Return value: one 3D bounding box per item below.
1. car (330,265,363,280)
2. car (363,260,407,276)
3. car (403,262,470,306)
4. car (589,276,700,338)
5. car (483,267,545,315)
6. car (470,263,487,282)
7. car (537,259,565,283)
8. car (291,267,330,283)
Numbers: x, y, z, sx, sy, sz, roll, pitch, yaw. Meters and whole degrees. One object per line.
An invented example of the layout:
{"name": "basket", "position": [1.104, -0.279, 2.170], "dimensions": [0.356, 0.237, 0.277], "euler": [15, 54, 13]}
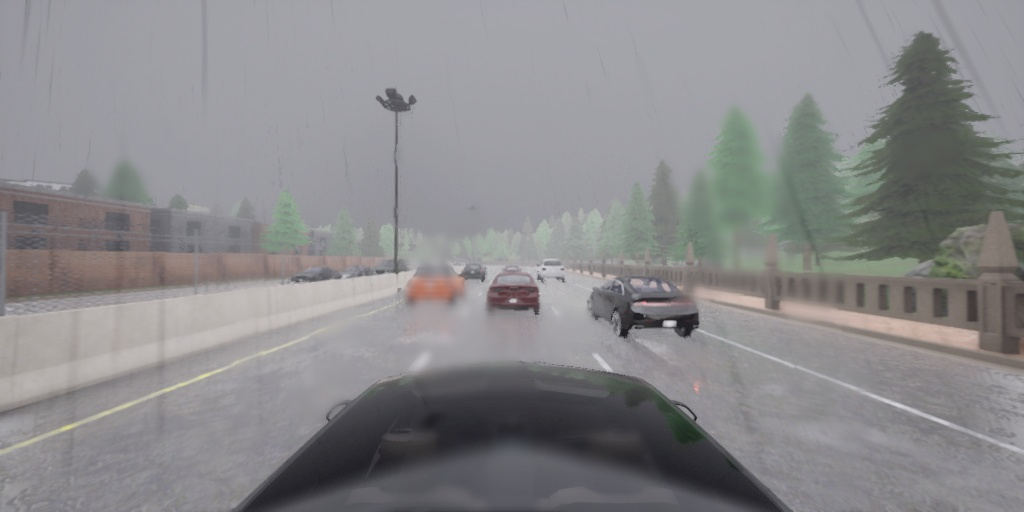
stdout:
{"name": "car", "position": [-14.163, 1.608, 32.941], "dimensions": [2.128, 1.511, 4.902], "euler": [0, -1, 0]}
{"name": "car", "position": [-10.662, 1.323, 31.590], "dimensions": [2.150, 2.045, 5.566], "euler": [0, -1, 0]}
{"name": "car", "position": [-3.436, 1.280, 17.167], "dimensions": [2.097, 1.767, 4.553], "euler": [0, -1, 0]}
{"name": "car", "position": [3.567, 1.341, 10.529], "dimensions": [2.128, 1.511, 4.902], "euler": [0, 0, 0]}
{"name": "car", "position": [0.068, 1.373, 14.440], "dimensions": [1.882, 1.535, 5.008], "euler": [0, -1, 0]}
{"name": "car", "position": [-3.472, 1.469, 33.682], "dimensions": [2.097, 1.767, 4.553], "euler": [0, -1, 0]}
{"name": "car", "position": [3.532, 1.327, 33.062], "dimensions": [2.150, 2.045, 5.566], "euler": [0, -1, 0]}
{"name": "car", "position": [-17.664, 1.663, 32.648], "dimensions": [2.033, 1.411, 5.357], "euler": [0, -1, 0]}
